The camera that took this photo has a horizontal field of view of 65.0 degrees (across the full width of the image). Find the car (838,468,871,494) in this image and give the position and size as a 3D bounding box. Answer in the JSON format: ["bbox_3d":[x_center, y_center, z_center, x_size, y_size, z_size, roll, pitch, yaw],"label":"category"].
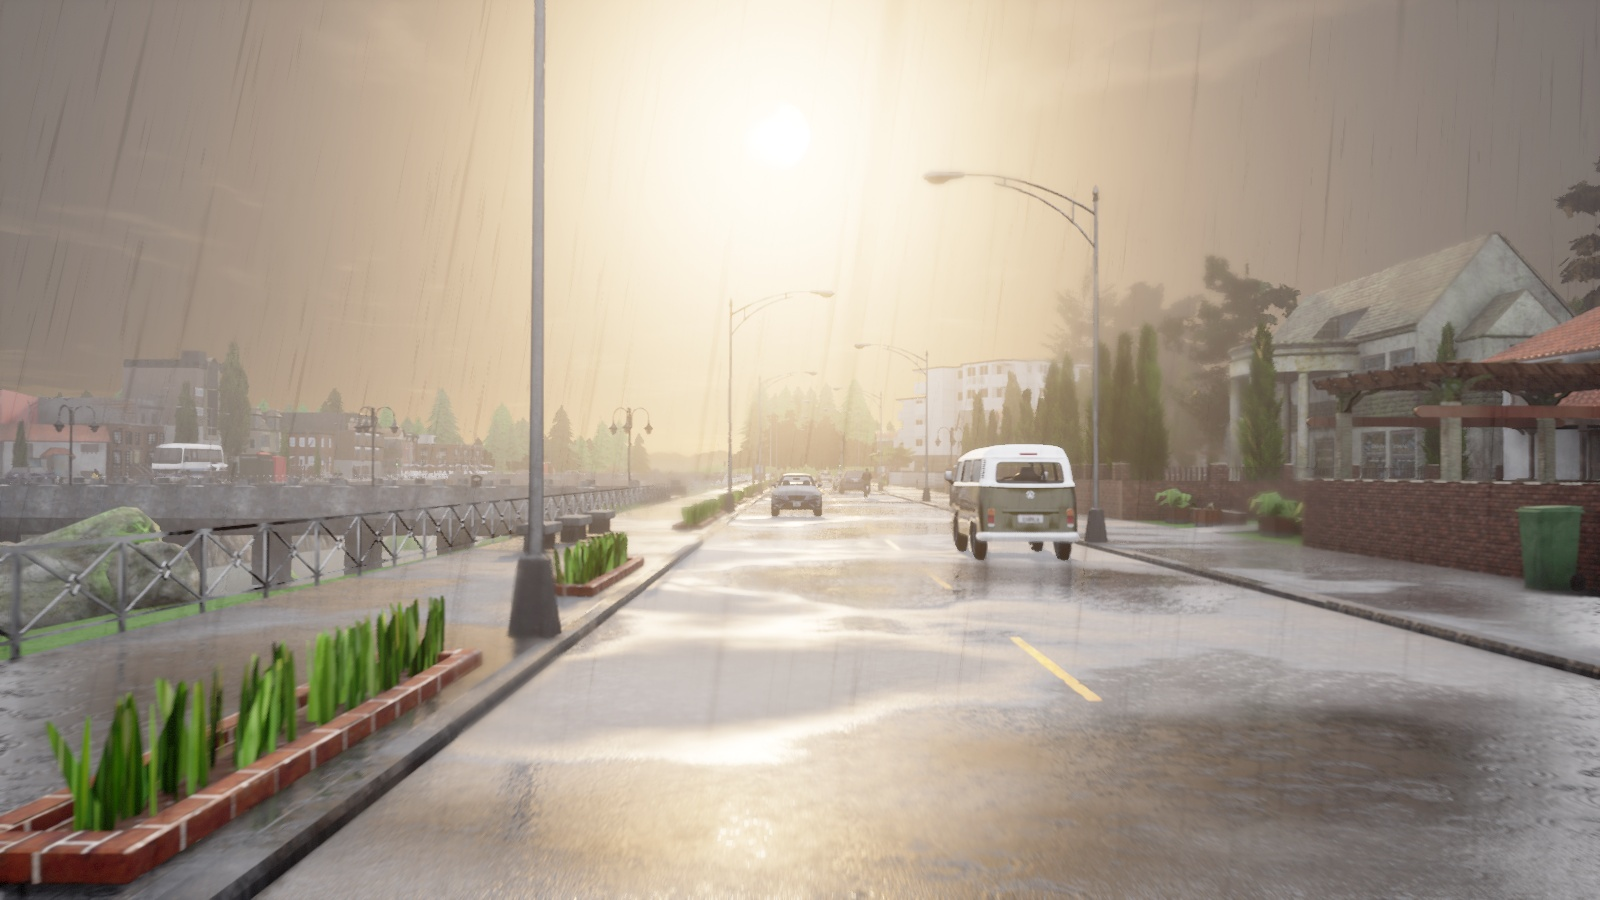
[{"bbox_3d":[3.794,2.127,87.766,2.097,1.767,4.553,0,-1,0],"label":"car"}]

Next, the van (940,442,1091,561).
[{"bbox_3d":[3.943,0.920,23.753,2.069,2.038,4.480,0,-1,0],"label":"van"}]

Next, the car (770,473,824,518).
[{"bbox_3d":[-0.104,1.572,44.372,1.816,1.474,4.193,0,-1,0],"label":"car"}]
